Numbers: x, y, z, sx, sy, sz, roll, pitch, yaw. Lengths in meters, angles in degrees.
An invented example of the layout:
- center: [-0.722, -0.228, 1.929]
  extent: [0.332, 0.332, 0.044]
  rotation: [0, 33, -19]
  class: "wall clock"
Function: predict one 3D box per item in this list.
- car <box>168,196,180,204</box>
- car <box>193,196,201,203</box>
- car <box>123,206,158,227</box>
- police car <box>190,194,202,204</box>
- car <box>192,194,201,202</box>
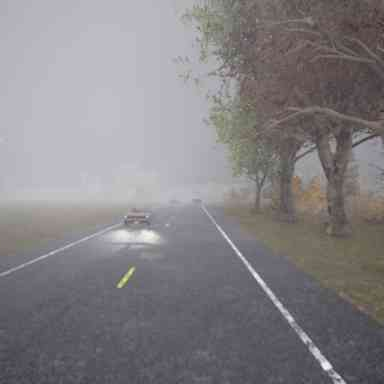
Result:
- center: [-3.503, 1.499, 66.043]
  extent: [2.097, 1.767, 4.553]
  rotation: [0, 0, 0]
  class: "car"
- center: [1.057, 1.659, 78.146]
  extent: [1.837, 1.490, 4.892]
  rotation: [0, 0, 0]
  class: "car"
- center: [-3.598, 1.681, 23.744]
  extent: [1.895, 1.301, 4.718]
  rotation: [0, 0, 0]
  class: "car"
- center: [1.056, 1.576, 68.255]
  extent: [1.930, 1.638, 5.238]
  rotation: [0, 0, 0]
  class: "police car"
- center: [1.057, 1.504, 84.118]
  extent: [2.097, 1.767, 4.553]
  rotation: [0, 0, 0]
  class: "car"
